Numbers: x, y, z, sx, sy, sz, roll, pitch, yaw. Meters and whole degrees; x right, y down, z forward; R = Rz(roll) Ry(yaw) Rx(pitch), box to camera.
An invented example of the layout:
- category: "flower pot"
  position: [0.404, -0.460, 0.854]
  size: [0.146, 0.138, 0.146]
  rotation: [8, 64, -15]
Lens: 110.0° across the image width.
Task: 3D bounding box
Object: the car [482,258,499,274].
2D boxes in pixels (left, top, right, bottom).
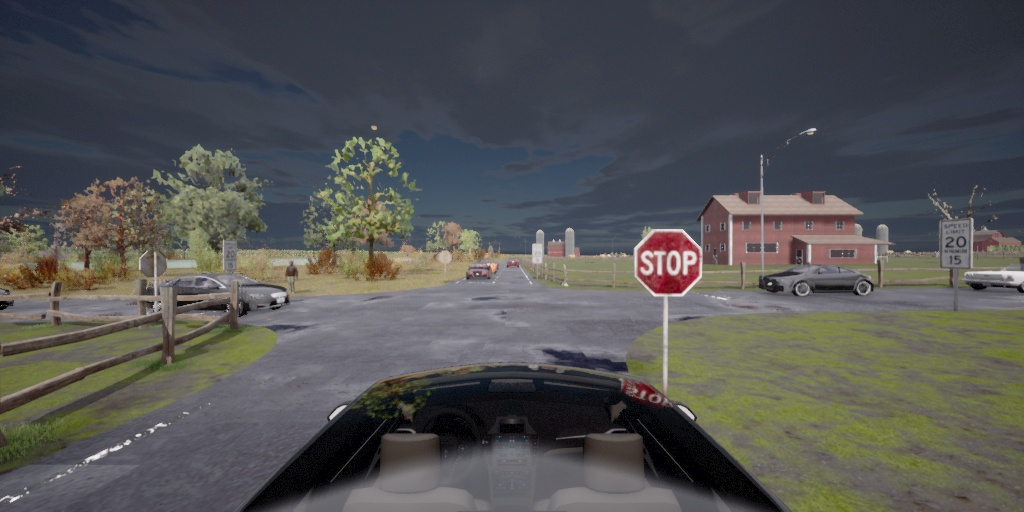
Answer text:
- category: "car"
  position: [-2.806, 1.092, 41.159]
  size: [2.097, 1.767, 4.553]
  rotation: [0, 0, 0]

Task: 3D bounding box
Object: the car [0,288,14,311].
- category: "car"
  position: [-22.542, 1.542, 13.906]
  size: [4.902, 1.511, 2.128]
  rotation: [-1, 0, 1]

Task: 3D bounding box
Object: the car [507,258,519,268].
- category: "car"
  position: [0.149, 1.088, 61.551]
  size: [2.097, 1.767, 4.553]
  rotation: [0, 0, 0]

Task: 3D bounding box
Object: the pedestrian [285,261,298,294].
- category: "pedestrian"
  position: [-12.143, 1.161, 19.740]
  size: [0.375, 1.860, 0.375]
  rotation: [0, 1, 0]

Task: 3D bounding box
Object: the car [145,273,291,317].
- category: "car"
  position: [-10.861, 1.386, 13.358]
  size: [4.902, 1.511, 2.128]
  rotation: [-1, 0, 7]

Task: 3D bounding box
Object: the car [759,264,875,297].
- category: "car"
  position: [13.868, 1.080, 16.490]
  size: [4.181, 1.385, 1.994]
  rotation: [-1, 0, 1]

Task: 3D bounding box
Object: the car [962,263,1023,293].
- category: "car"
  position: [23.937, 0.969, 16.407]
  size: [4.718, 1.301, 1.895]
  rotation: [-1, 0, 1]

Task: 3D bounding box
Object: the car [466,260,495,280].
- category: "car"
  position: [-2.816, 1.307, 31.404]
  size: [1.994, 1.385, 4.181]
  rotation: [0, 0, 1]
